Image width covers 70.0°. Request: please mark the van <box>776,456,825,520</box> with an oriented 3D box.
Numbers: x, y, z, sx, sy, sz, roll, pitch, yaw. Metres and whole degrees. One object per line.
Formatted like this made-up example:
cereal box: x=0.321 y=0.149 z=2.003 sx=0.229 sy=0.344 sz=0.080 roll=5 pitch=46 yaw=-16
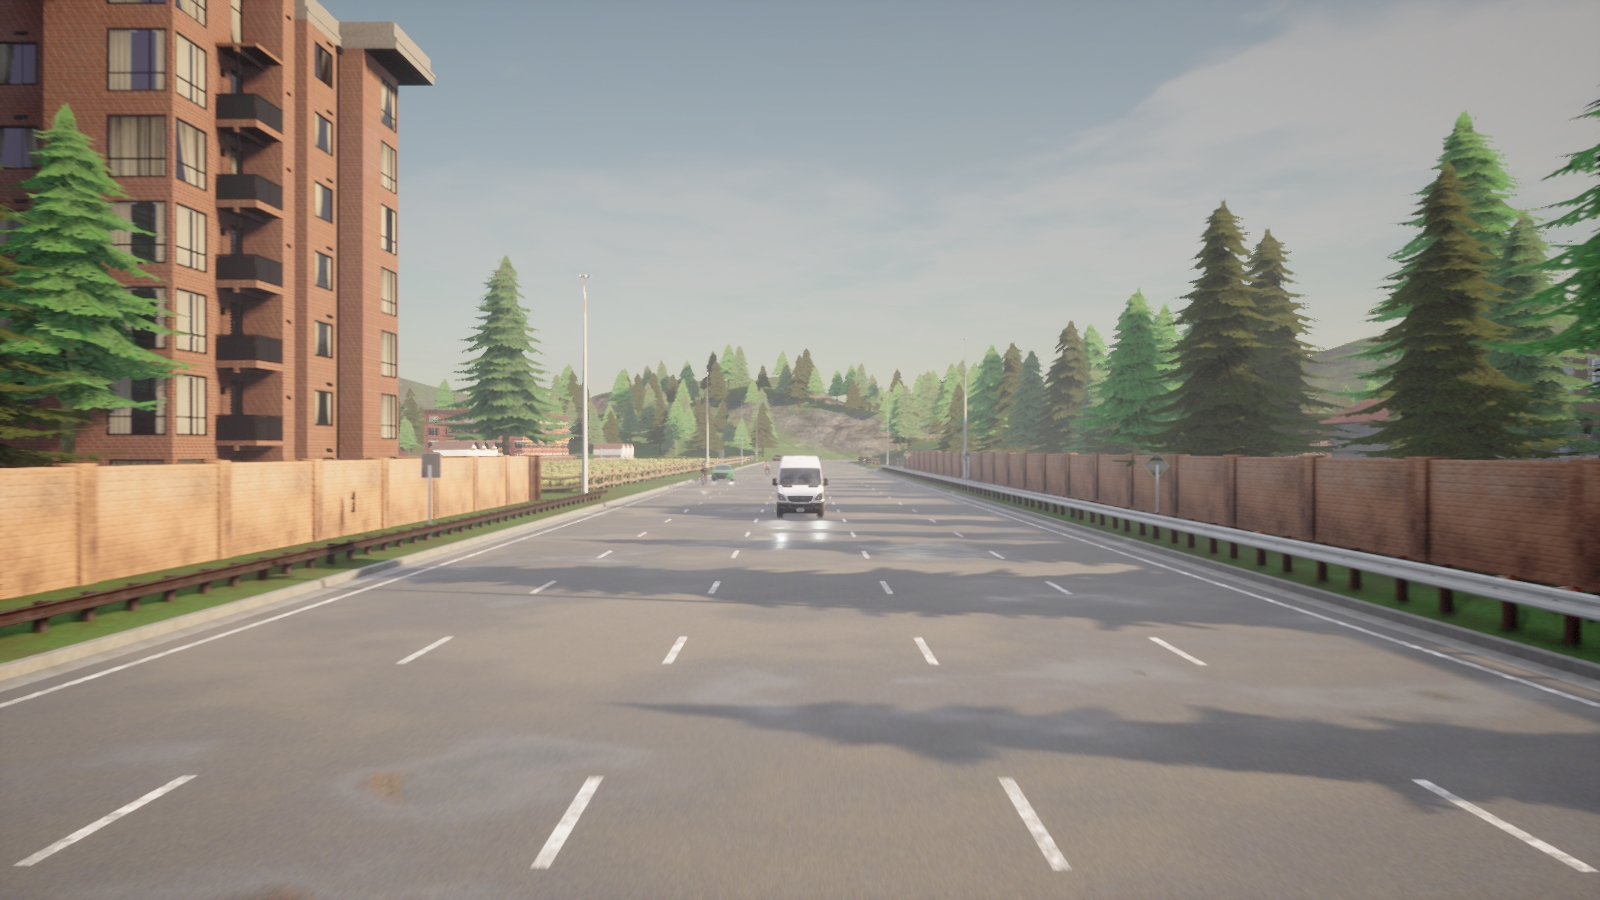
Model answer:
van: x=0.015 y=1.534 z=48.816 sx=1.988 sy=2.561 sz=5.915 roll=0 pitch=0 yaw=0
